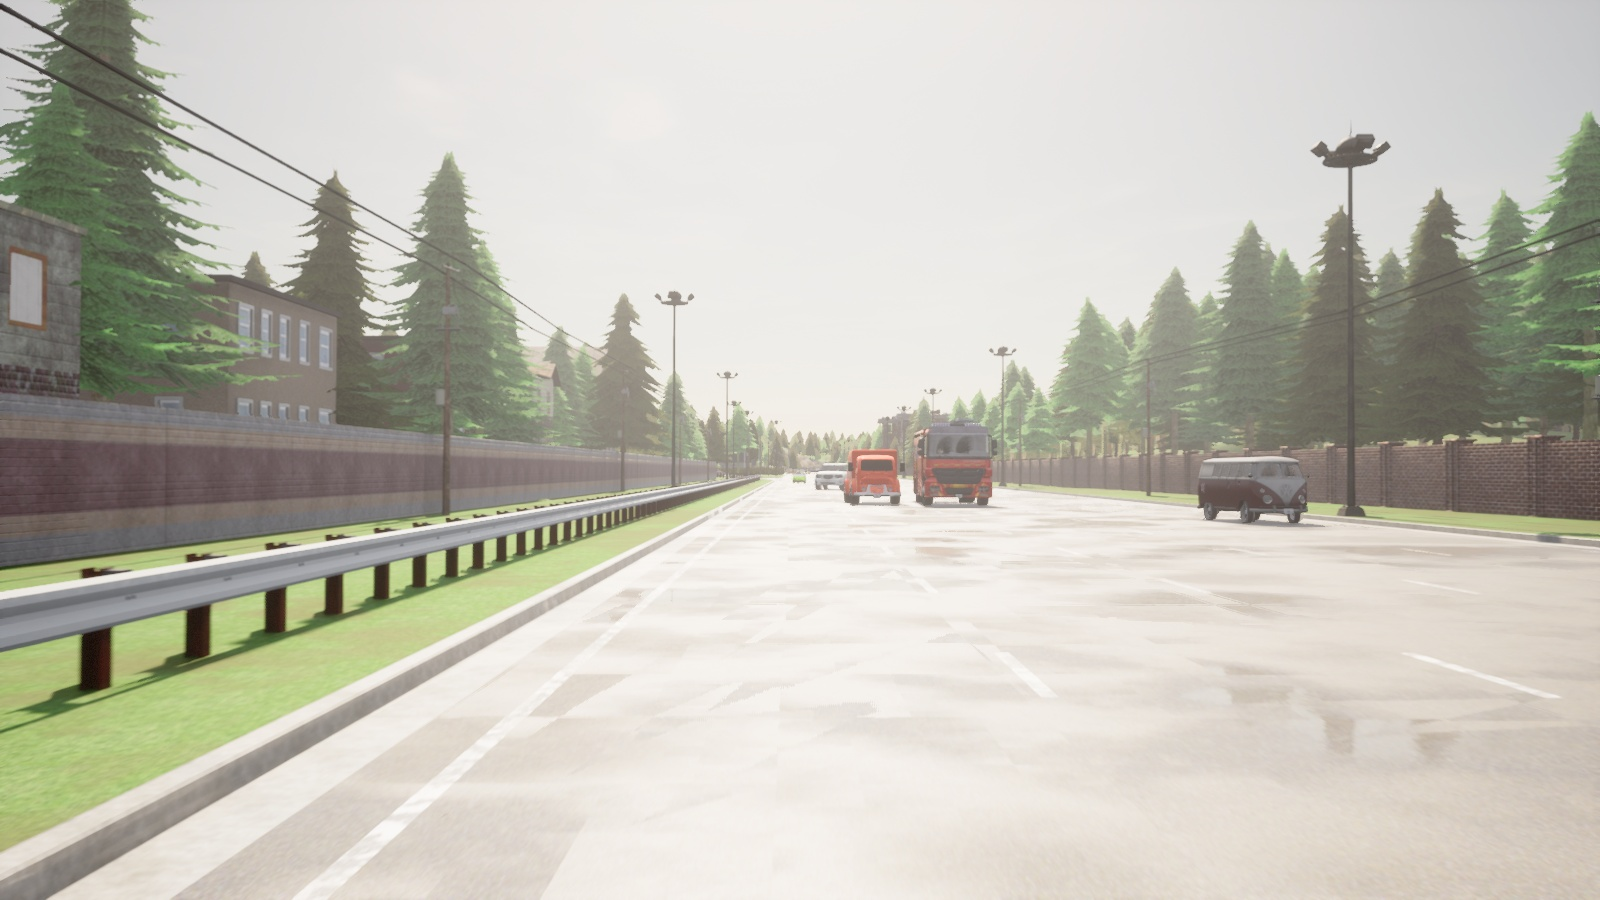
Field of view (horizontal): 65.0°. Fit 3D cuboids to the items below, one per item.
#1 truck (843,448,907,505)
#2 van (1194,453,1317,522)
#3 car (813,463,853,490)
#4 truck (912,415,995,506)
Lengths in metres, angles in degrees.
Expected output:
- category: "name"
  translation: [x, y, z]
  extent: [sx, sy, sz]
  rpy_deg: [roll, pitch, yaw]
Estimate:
- category: "truck"
  translation: [3.363, 1.202, 57.426]
  extent: [2.627, 2.467, 5.204]
  rpy_deg: [0, -1, 0]
- category: "van"
  translation: [13.778, 1.104, 38.297]
  extent: [1.775, 1.987, 4.442]
  rpy_deg: [0, -1, -5]
- category: "car"
  translation: [2.580, 2.008, 95.930]
  extent: [2.150, 2.045, 5.566]
  rpy_deg: [0, -1, 11]
- category: "truck"
  translation: [6.821, 0.502, 56.889]
  extent: [2.891, 3.827, 8.468]
  rpy_deg: [0, -1, 1]
